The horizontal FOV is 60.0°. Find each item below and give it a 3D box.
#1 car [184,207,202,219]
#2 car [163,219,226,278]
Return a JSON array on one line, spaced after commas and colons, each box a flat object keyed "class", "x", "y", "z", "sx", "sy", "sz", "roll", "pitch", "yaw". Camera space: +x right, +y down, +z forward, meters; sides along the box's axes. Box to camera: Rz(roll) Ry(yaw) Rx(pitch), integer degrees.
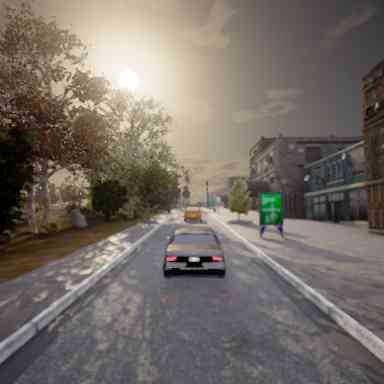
[{"class": "car", "x": 0.094, "y": 2.451, "z": 38.189, "sx": 1.882, "sy": 1.535, "sz": 5.008, "roll": 0, "pitch": -1, "yaw": 0}, {"class": "car", "x": 0.073, "y": 1.865, "z": 11.170, "sx": 2.033, "sy": 1.411, "sz": 5.357, "roll": 0, "pitch": -1, "yaw": 0}]
